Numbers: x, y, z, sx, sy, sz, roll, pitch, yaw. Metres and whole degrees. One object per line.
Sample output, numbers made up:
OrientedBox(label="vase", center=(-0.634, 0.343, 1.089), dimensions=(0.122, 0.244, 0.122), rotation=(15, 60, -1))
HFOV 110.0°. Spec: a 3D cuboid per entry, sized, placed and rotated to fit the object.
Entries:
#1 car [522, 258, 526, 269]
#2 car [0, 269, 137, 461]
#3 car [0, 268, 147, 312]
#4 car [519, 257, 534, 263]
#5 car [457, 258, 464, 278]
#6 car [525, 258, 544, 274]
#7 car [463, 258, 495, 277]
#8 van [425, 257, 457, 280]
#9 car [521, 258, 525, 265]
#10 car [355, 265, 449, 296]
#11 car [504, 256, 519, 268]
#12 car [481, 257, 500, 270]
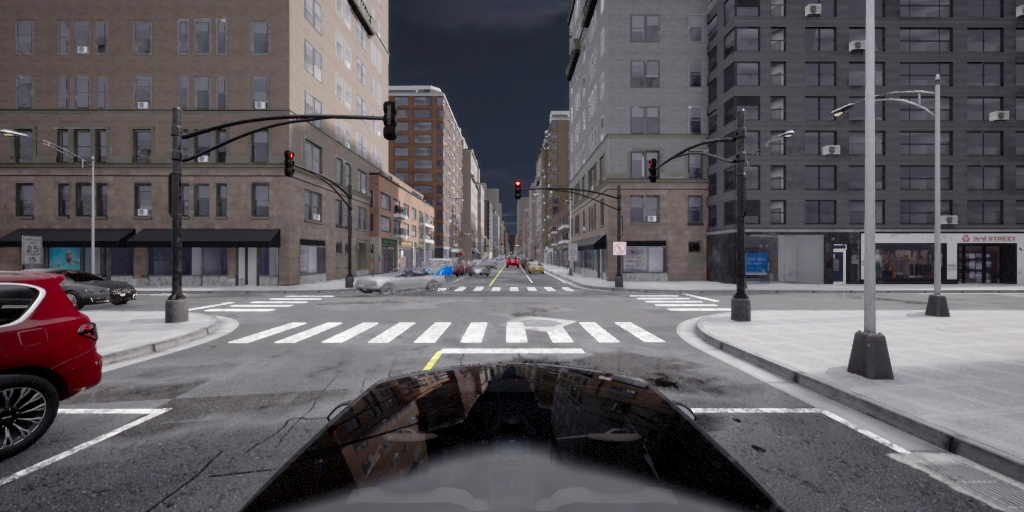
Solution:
OrientedBox(label="car", center=(2.685, 1.296, 45.908), dimensions=(2.007, 1.370, 4.403), rotation=(0, 0, 0))
OrientedBox(label="car", center=(-5.858, 1.065, 2.153), dimensions=(2.192, 1.841, 5.009), rotation=(0, 0, 0))
OrientedBox(label="car", center=(-17.571, 1.265, 13.872), dimensions=(4.892, 1.490, 1.837), rotation=(0, 0, -2))
OrientedBox(label="car", center=(2.689, 1.058, 57.096), dimensions=(2.192, 1.841, 5.009), rotation=(0, 0, 0))
OrientedBox(label="car", center=(-5.846, 1.062, 34.697), dimensions=(2.192, 1.841, 5.009), rotation=(0, 0, 0))
OrientedBox(label="car", center=(2.682, 1.272, 40.483), dimensions=(1.751, 1.417, 4.829), rotation=(0, 0, 0))
OrientedBox(label="car", center=(-3.086, 1.235, 34.806), dimensions=(2.128, 1.511, 4.902), rotation=(0, 0, 0))
OrientedBox(label="van", center=(-5.848, 1.088, 29.101), dimensions=(1.690, 1.789, 3.998), rotation=(0, 0, 0))
OrientedBox(label="car", center=(2.687, 1.310, 51.502), dimensions=(1.948, 1.339, 4.313), rotation=(0, 0, 0))
OrientedBox(label="car", center=(-5.970, 1.349, 19.522), dimensions=(1.895, 1.301, 4.718), rotation=(0, 0, 36))
OrientedBox(label="car", center=(0.121, 0.964, 60.989), dimensions=(2.150, 2.045, 5.566), rotation=(0, 0, 0))
OrientedBox(label="car", center=(-3.064, 1.251, 52.065), dimensions=(1.837, 1.490, 4.892), rotation=(0, -1, 0))
